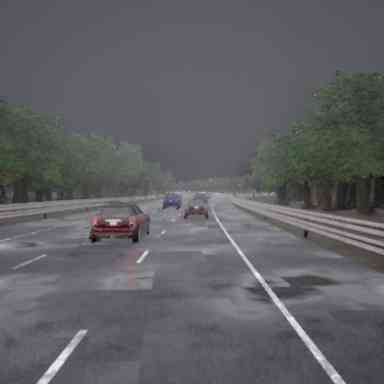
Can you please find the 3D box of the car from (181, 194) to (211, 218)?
[{"bbox_3d":[0.428,1.354,30.370,2.097,1.767,4.553,0,0,2],"label":"car"}]

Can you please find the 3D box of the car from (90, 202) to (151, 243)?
[{"bbox_3d":[-3.291,1.345,16.168,2.097,1.767,4.553,0,0,1],"label":"car"}]

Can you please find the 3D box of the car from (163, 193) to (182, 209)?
[{"bbox_3d":[-2.530,1.203,44.058,2.150,2.045,5.566,0,0,3],"label":"car"}]

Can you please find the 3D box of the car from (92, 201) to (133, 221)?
[{"bbox_3d":[-6.600,1.525,28.165,2.033,1.411,5.357,0,0,2],"label":"car"}]

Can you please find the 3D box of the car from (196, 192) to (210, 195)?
[{"bbox_3d":[1.304,1.211,52.206,2.150,2.045,5.566,0,0,3],"label":"car"}]
